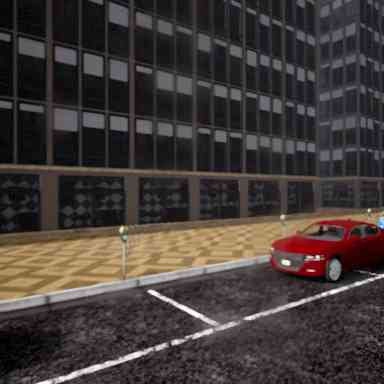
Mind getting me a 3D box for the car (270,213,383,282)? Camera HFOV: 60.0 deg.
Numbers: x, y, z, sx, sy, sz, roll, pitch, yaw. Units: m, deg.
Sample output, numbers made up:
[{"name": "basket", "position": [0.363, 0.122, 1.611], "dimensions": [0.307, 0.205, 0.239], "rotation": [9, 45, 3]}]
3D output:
[{"name": "car", "position": [4.152, 1.483, 9.533], "dimensions": [4.507, 1.381, 1.887], "rotation": [0, 1, -36]}]
